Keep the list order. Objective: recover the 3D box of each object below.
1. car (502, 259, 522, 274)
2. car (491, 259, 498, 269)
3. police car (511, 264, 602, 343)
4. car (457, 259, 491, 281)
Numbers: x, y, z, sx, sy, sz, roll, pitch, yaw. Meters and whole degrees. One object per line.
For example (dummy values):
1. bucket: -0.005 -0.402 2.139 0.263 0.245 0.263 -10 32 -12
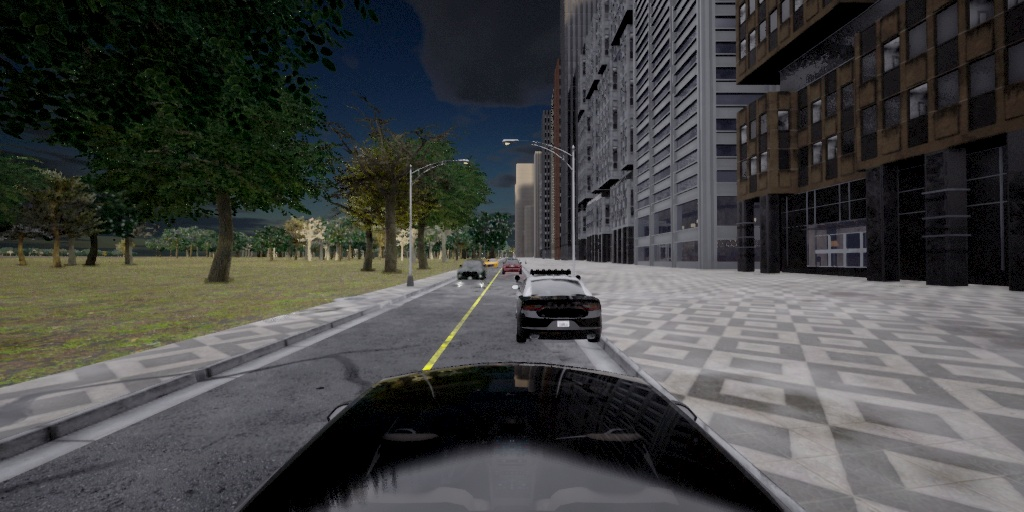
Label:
1. car: 0.018 1.063 39.647 2.097 1.767 4.553 0 0 0
2. car: -3.084 1.162 54.583 1.882 1.535 5.008 0 0 0
3. police car: 1.038 1.174 9.859 1.930 1.638 5.238 0 0 0
4. car: -3.143 1.083 29.110 2.097 1.767 4.553 0 0 0
